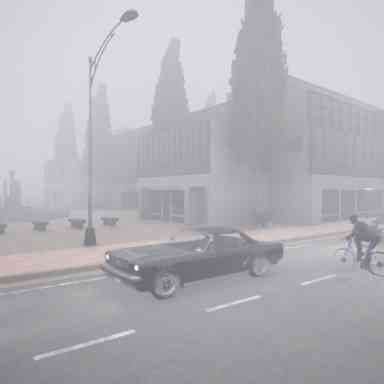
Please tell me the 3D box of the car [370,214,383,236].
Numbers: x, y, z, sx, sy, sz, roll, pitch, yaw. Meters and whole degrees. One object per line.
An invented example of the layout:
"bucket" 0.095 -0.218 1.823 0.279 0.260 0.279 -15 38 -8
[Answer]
"car" 10.612 1.492 16.338 4.902 1.511 2.128 0 0 -37

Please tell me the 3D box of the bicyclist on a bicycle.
"bicyclist on a bicycle" 4.596 1.455 9.073 0.582 1.620 1.656 0 -2 -37

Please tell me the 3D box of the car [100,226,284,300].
"car" 0.170 1.601 8.519 4.718 1.301 1.895 0 0 -37
